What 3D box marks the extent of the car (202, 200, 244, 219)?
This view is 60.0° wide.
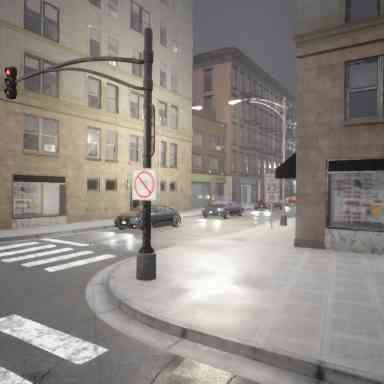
[{"bbox_3d":[2.493,1.296,26.254,1.994,1.385,4.181,1,1,34],"label":"car"}]

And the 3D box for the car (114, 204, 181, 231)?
[{"bbox_3d":[-2.421,1.388,18.887,1.994,1.385,4.181,1,1,34],"label":"car"}]

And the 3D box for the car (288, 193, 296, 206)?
[{"bbox_3d":[13.713,0.870,42.991,2.097,1.767,4.553,1,1,34],"label":"car"}]

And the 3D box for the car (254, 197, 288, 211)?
[{"bbox_3d":[7.991,1.191,34.481,1.994,1.385,4.181,1,1,34],"label":"car"}]
